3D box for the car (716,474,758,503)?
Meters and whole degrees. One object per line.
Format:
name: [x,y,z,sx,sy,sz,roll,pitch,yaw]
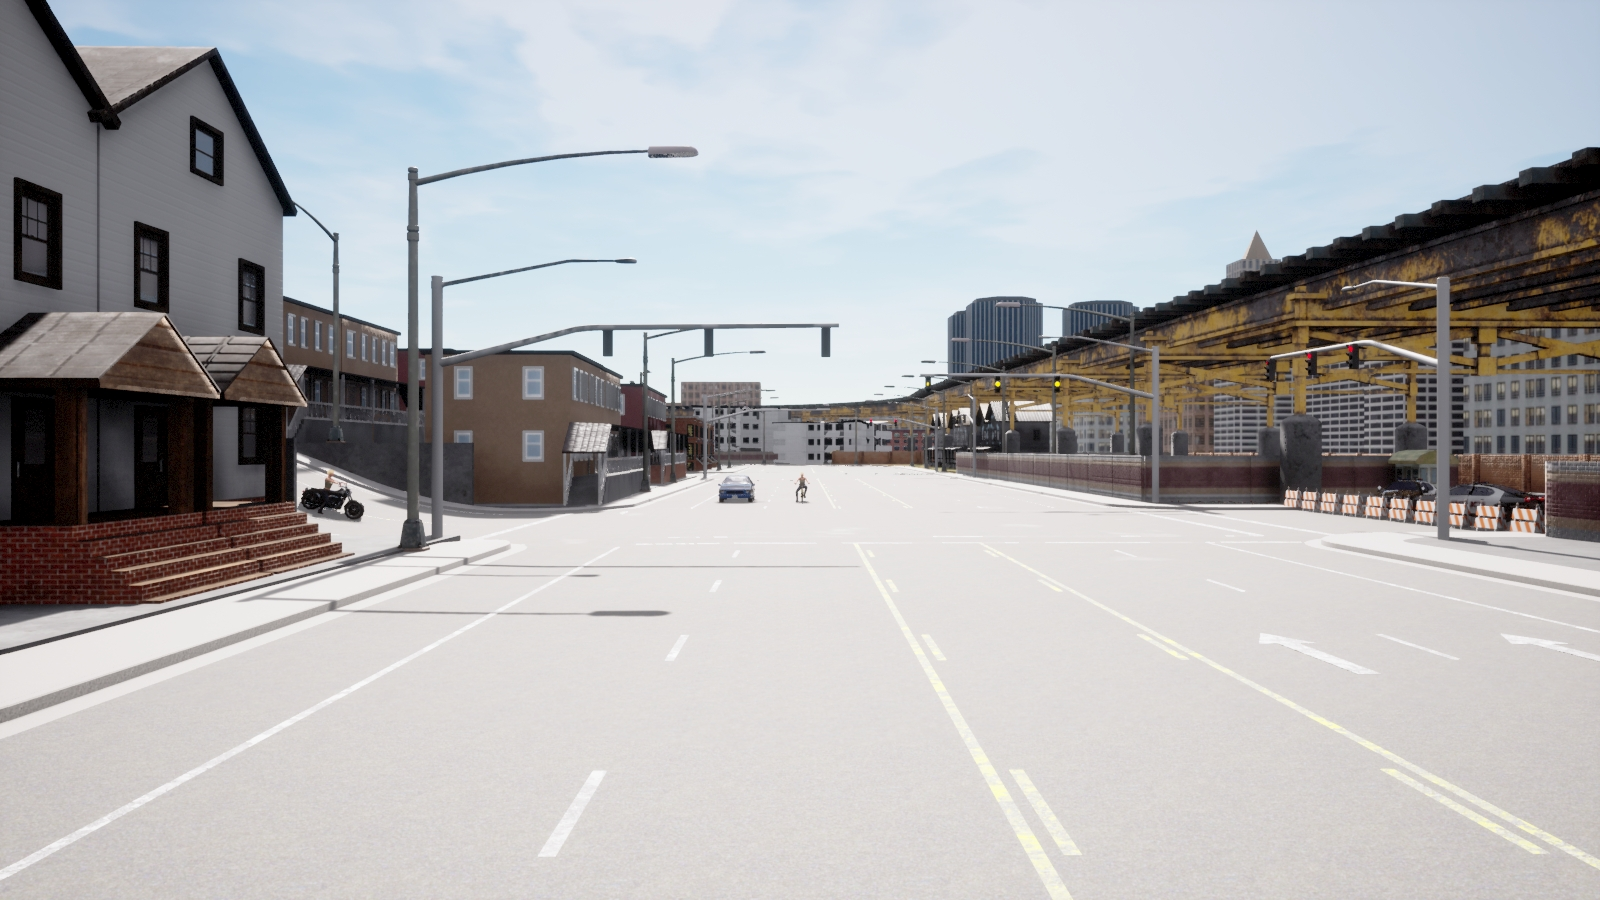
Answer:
car: [-3.449,2.106,63.014,2.033,1.411,5.357,0,0,0]
